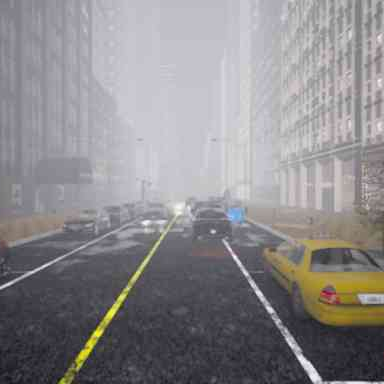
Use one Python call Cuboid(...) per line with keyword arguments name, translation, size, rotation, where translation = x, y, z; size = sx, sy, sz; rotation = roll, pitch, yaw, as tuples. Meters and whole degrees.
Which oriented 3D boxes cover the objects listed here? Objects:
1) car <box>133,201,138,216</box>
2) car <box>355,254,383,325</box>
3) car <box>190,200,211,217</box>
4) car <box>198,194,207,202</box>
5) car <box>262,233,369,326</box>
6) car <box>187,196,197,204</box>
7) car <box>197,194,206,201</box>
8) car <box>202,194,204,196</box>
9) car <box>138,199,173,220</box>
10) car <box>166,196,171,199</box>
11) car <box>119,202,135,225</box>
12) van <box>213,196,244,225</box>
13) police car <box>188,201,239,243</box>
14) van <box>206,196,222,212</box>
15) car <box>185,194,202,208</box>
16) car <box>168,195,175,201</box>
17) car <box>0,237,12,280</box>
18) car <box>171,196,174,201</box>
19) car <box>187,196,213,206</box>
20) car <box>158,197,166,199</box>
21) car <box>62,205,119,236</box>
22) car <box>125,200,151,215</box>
Cuboid(name="car", translation=(-5.702, 1.602, 29.761), size=(1.887, 1.381, 4.507), rotation=(-1, 0, 0))
Cuboid(name="car", translation=(2.681, 1.443, 1.345), size=(1.967, 1.590, 4.097), rotation=(-1, 0, 0))
Cuboid(name="car", translation=(0.819, 1.589, 32.438), size=(1.812, 1.442, 4.674), rotation=(0, 0, 1))
Cuboid(name="car", translation=(2.667, 1.480, 86.600), size=(2.192, 1.841, 5.009), rotation=(-1, 0, 0))
Cuboid(name="car", translation=(2.682, 1.540, 7.198), size=(1.752, 1.417, 4.829), rotation=(-1, 0, 0))
Cuboid(name="car", translation=(-0.010, 1.616, 66.616), size=(1.837, 1.490, 4.892), rotation=(0, 0, 0))
Cuboid(name="car", translation=(2.666, 1.490, 92.284), size=(2.192, 1.841, 5.009), rotation=(-1, 0, 0))
Cuboid(name="car", translation=(2.673, 1.673, 63.864), size=(2.008, 1.369, 4.403), rotation=(-1, 0, 0))
Cuboid(name="car", translation=(-3.105, 1.604, 29.256), size=(2.033, 1.411, 5.357), rotation=(0, 0, 0))
Cuboid(name="car", translation=(-5.708, 1.673, 63.863), size=(2.008, 1.369, 4.403), rotation=(-1, 0, 0))
Cuboid(name="car", translation=(-5.701, 1.612, 24.078), size=(1.947, 1.339, 4.313), rotation=(-1, 0, 0))
Cuboid(name="van", translation=(2.677, 1.388, 24.079), size=(1.690, 1.788, 3.998), rotation=(-1, 0, 0))
Cuboid(name="police car", translation=(0.897, 1.457, 16.535), size=(1.930, 1.638, 5.238), rotation=(0, 0, 0))
Cuboid(name="van", translation=(2.674, 1.421, 41.130), size=(1.690, 1.788, 3.998), rotation=(-1, 0, 0))
Cuboid(name="car", translation=(-0.008, 1.451, 51.586), size=(2.097, 1.767, 4.553), rotation=(0, 0, 0))
Cuboid(name="car", translation=(-5.712, 1.700, 92.112), size=(1.752, 1.417, 4.829), rotation=(-1, 0, 0))
Cuboid(name="car", translation=(-5.700, 1.454, 7.027), size=(1.967, 1.590, 4.097), rotation=(-1, 0, 0))
Cuboid(name="car", translation=(-5.709, 1.725, 75.230), size=(1.802, 1.307, 4.206), rotation=(-1, 0, 0))
Cuboid(name="car", translation=(0.895, 1.402, 26.396), size=(2.097, 1.767, 4.553), rotation=(0, 0, 0))
Cuboid(name="car", translation=(-5.706, 1.652, 52.496), size=(2.008, 1.369, 4.403), rotation=(-1, 0, 0))
Cuboid(name="car", translation=(-5.701, 1.586, 18.394), size=(2.008, 1.369, 4.403), rotation=(-1, 0, 0))
Cuboid(name="car", translation=(-5.704, 1.619, 35.445), size=(2.008, 1.369, 4.403), rotation=(-1, 0, 0))
